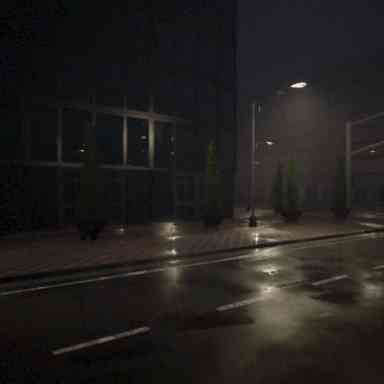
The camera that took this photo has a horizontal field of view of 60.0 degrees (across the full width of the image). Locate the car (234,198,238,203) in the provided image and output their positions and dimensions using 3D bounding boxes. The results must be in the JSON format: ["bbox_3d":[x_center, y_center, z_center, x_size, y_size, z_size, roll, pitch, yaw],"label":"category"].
[{"bbox_3d":[6.704,1.593,65.315,2.033,1.411,5.357,0,0,-35],"label":"car"}]
